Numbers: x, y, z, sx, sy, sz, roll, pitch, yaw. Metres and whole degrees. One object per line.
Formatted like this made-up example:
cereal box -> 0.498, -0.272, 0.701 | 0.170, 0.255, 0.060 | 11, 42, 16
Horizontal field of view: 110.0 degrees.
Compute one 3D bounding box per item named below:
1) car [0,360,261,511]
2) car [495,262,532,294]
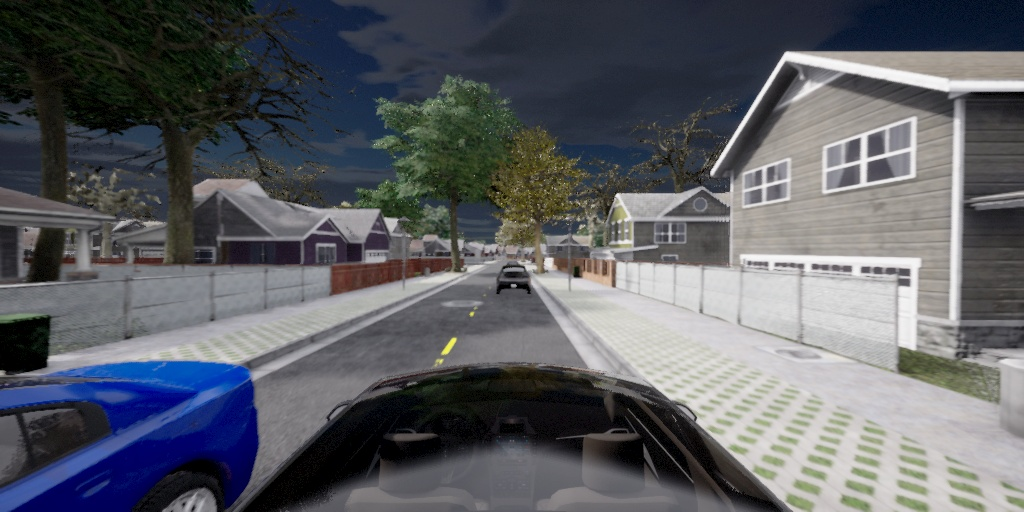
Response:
car -> -2.841, 1.228, 0.608 | 1.882, 1.535, 5.008 | 0, 0, 0
car -> 0.091, 1.254, 20.419 | 1.837, 1.490, 4.892 | 0, 0, 0
